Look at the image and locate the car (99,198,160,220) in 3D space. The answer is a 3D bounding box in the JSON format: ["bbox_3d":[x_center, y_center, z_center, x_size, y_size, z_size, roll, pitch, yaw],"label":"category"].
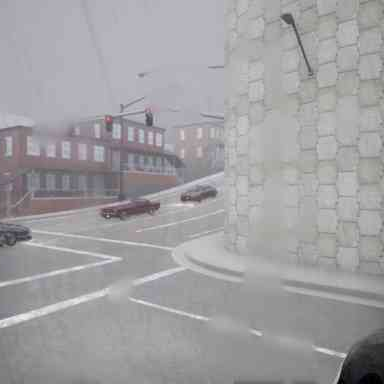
[{"bbox_3d":[-4.550,1.187,24.722,1.895,1.301,4.718,0,5,35],"label":"car"}]

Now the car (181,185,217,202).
[{"bbox_3d":[0.685,0.077,32.108,1.994,1.385,4.181,0,9,36],"label":"car"}]

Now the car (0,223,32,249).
[{"bbox_3d":[-9.096,1.548,12.595,2.033,1.411,5.357,0,0,43],"label":"car"}]

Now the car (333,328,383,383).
[{"bbox_3d":[3.318,1.492,1.597,4.902,1.511,2.128,0,0,36],"label":"car"}]
